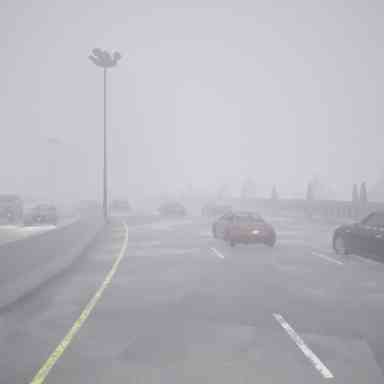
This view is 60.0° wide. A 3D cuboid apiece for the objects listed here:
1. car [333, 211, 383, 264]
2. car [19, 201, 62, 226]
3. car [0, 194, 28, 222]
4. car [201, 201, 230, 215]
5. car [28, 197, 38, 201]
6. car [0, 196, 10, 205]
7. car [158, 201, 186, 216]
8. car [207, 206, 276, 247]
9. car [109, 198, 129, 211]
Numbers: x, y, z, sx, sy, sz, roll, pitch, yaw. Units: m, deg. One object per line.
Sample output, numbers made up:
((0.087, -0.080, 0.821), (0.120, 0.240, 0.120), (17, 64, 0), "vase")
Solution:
((6.342, 1.351, 10.350), (2.097, 1.767, 4.553), (0, 0, -6), "car")
((-10.397, 1.564, 23.405), (1.994, 1.385, 4.181), (0, 0, -15), "car")
((-14.717, 1.221, 25.984), (2.150, 2.045, 5.566), (0, 0, -17), "car")
((2.275, 1.525, 30.679), (1.812, 1.442, 4.674), (0, 0, -17), "car")
((-29.511, 1.599, 60.337), (1.895, 1.301, 4.718), (0, 0, -40), "car")
((-35.506, 1.507, 61.717), (2.128, 1.511, 4.902), (0, 0, -42), "car")
((-2.017, 1.562, 32.587), (1.994, 1.385, 4.181), (0, 0, -18), "car")
((2.215, 1.563, 15.203), (1.994, 1.385, 4.181), (0, 0, -9), "car")
((-8.980, 1.491, 40.723), (2.128, 1.511, 4.902), (0, 0, -23), "car")
